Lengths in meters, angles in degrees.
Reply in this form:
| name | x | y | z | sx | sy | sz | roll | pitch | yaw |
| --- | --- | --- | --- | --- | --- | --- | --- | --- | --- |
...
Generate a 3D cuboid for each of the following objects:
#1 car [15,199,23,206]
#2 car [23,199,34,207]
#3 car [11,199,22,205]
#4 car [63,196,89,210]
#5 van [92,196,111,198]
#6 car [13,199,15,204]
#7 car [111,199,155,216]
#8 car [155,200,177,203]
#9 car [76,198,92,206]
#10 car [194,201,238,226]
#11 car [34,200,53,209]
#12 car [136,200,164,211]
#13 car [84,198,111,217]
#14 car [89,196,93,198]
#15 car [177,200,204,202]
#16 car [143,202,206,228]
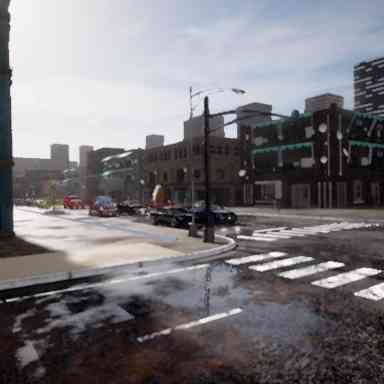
| name | x | y | z | sx | sy | sz | roll | pitch | yaw |
| --- | --- | --- | --- | --- | --- | --- | --- | --- | --- |
| car | -38.049 | 2.230 | 75.157 | 1.967 | 1.590 | 4.097 | -2 | 1 | -35 |
| car | -31.642 | 2.226 | 66.129 | 2.008 | 1.369 | 4.403 | -2 | 1 | -35 |
| car | -44.448 | 2.447 | 84.188 | 1.887 | 1.381 | 4.507 | -2 | 1 | -35 |
| car | -18.549 | 1.625 | 52.313 | 2.150 | 2.045 | 5.566 | -2 | 0 | -35 |
| van | -15.211 | 1.658 | 57.430 | 1.690 | 1.788 | 3.998 | -2 | 1 | -35 |
| car | -41.247 | 2.397 | 79.674 | 2.008 | 1.369 | 4.403 | -2 | 1 | -35 |
| car | -6.230 | 1.672 | 34.780 | 2.128 | 1.511 | 4.902 | -2 | 1 | -35 |
| car | -2.397 | 1.656 | 39.371 | 1.802 | 1.307 | 4.206 | -2 | 1 | -35 |
| car | -21.607 | 1.978 | 66.461 | 1.887 | 1.381 | 4.507 | -2 | 1 | -35 |
| car | 1.367 | 1.598 | 24.068 | 1.994 | 1.385 | 4.181 | -2 | 0 | -35 |
| car | -25.141 | 2.083 | 56.959 | 1.752 | 1.417 | 4.829 | -2 | 1 | -35 |
| car | -5.598 | 1.718 | 43.886 | 1.802 | 1.307 | 4.206 | -2 | 1 | -35 |
| car | -9.235 | 1.698 | 34.520 | 1.967 | 1.590 | 4.097 | -2 | 1 | -35 |
| car | -18.414 | 1.691 | 61.944 | 2.192 | 1.841 | 5.009 | -2 | 1 | -35 |
| car | 0.804 | 1.562 | 34.855 | 2.008 | 1.369 | 4.403 | -2 | 1 | -35 |
| car | -1.303 | 1.668 | 23.132 | 1.947 | 1.339 | 4.313 | -2 | 1 | -35 |
